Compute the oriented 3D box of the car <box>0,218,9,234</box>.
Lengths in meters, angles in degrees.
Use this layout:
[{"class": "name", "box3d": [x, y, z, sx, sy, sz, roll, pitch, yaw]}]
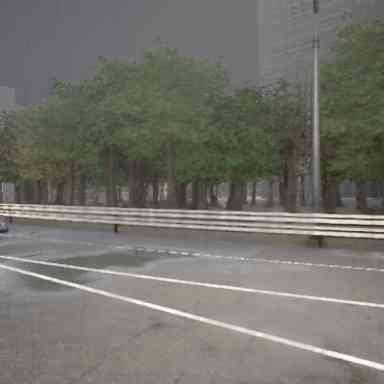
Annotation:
[{"class": "car", "box3d": [-11.266, 1.562, 16.477, 5.357, 1.411, 2.033, 0, 0, 32]}]
